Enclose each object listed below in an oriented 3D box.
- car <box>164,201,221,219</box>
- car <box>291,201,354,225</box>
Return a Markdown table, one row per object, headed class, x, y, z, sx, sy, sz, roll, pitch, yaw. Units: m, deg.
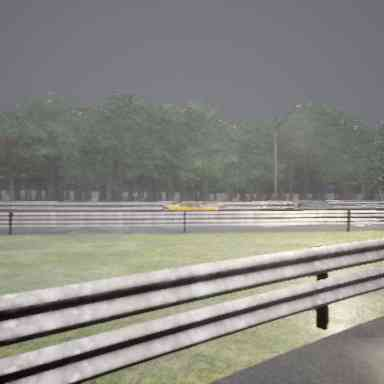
| class | x | y | z | sx | sy | sz | roll | pitch | yaw |
| --- | --- | --- | --- | --- | --- | --- | --- | --- | --- |
| car | 0.101 | 1.547 | 29.193 | 5.008 | 1.535 | 1.882 | 0 | 0 | -3 |
| car | 10.282 | 1.575 | 26.291 | 4.553 | 1.767 | 2.097 | 0 | 0 | -3 |
